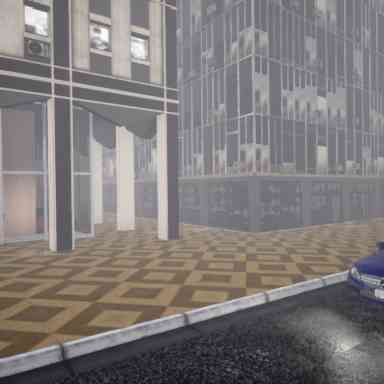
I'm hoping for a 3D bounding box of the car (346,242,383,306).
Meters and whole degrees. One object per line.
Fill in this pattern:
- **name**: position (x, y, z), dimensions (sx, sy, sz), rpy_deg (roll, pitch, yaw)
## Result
- **car**: position (5.216, 1.524, 7.116), dimensions (4.674, 1.442, 1.812), rpy_deg (0, 0, -36)
